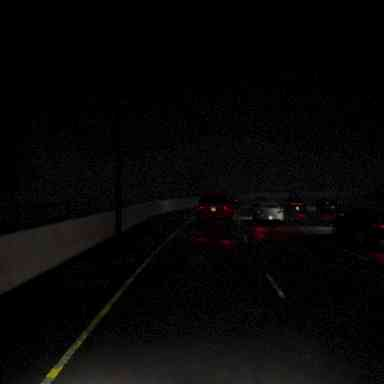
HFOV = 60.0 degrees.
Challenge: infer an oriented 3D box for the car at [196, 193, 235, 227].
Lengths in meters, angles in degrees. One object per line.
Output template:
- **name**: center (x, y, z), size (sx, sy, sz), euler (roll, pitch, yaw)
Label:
- **car**: center (1.555, 1.078, 21.922), size (2.150, 2.045, 5.566), euler (0, 0, 7)

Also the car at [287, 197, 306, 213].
- **car**: center (10.586, 1.290, 34.321), size (1.837, 1.490, 4.892), euler (0, 0, 11)

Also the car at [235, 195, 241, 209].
- **car**: center (4.922, 1.083, 41.327), size (2.097, 1.767, 4.553), euler (0, 0, 12)

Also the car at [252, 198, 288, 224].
- **car**: center (5.243, 1.378, 23.184), size (1.812, 1.442, 4.674), euler (0, 0, 7)

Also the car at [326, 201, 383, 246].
- **car**: center (7.840, 1.389, 14.692), size (1.882, 1.535, 5.008), euler (0, 0, 5)

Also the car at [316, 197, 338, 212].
- **car**: center (14.261, 1.277, 34.882), size (2.128, 1.511, 4.902), euler (0, 0, 11)
